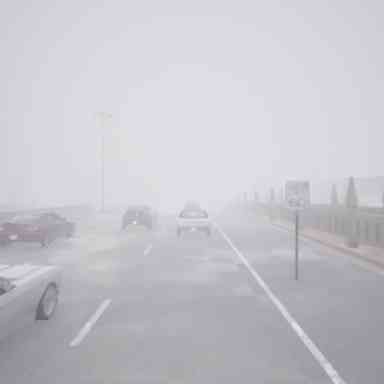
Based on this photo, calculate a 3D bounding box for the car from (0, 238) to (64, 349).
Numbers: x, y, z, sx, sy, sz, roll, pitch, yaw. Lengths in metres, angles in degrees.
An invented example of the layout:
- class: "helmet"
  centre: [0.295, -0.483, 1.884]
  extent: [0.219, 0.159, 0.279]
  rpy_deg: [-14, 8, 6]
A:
- class: "car"
  centre: [-3.405, 1.618, 4.361]
  extent: [1.895, 1.301, 4.718]
  rpy_deg: [0, 0, 0]

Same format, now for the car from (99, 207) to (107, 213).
- class: "car"
  centre: [-14.075, 3.187, 57.474]
  extent: [1.812, 1.442, 4.674]
  rpy_deg: [0, -6, 1]

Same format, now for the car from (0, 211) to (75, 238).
- class: "car"
  centre: [-6.909, 1.581, 15.167]
  extent: [1.812, 1.442, 4.674]
  rpy_deg: [0, 0, 0]

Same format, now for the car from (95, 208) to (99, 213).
- class: "car"
  centre: [-17.556, 3.740, 62.786]
  extent: [2.128, 1.511, 4.902]
  rpy_deg: [0, -6, 1]

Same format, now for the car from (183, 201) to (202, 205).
- class: "car"
  centre: [0.077, 1.746, 37.499]
  extent: [1.837, 1.490, 4.892]
  rpy_deg: [0, -2, 0]

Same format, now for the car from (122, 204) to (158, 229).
- class: "car"
  centre: [-3.413, 1.582, 22.248]
  extent: [1.837, 1.490, 4.892]
  rpy_deg: [0, 0, 0]

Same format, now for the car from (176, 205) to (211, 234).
- class: "car"
  centre: [0.088, 1.667, 19.572]
  extent: [1.895, 1.301, 4.718]
  rpy_deg: [0, 0, 0]
